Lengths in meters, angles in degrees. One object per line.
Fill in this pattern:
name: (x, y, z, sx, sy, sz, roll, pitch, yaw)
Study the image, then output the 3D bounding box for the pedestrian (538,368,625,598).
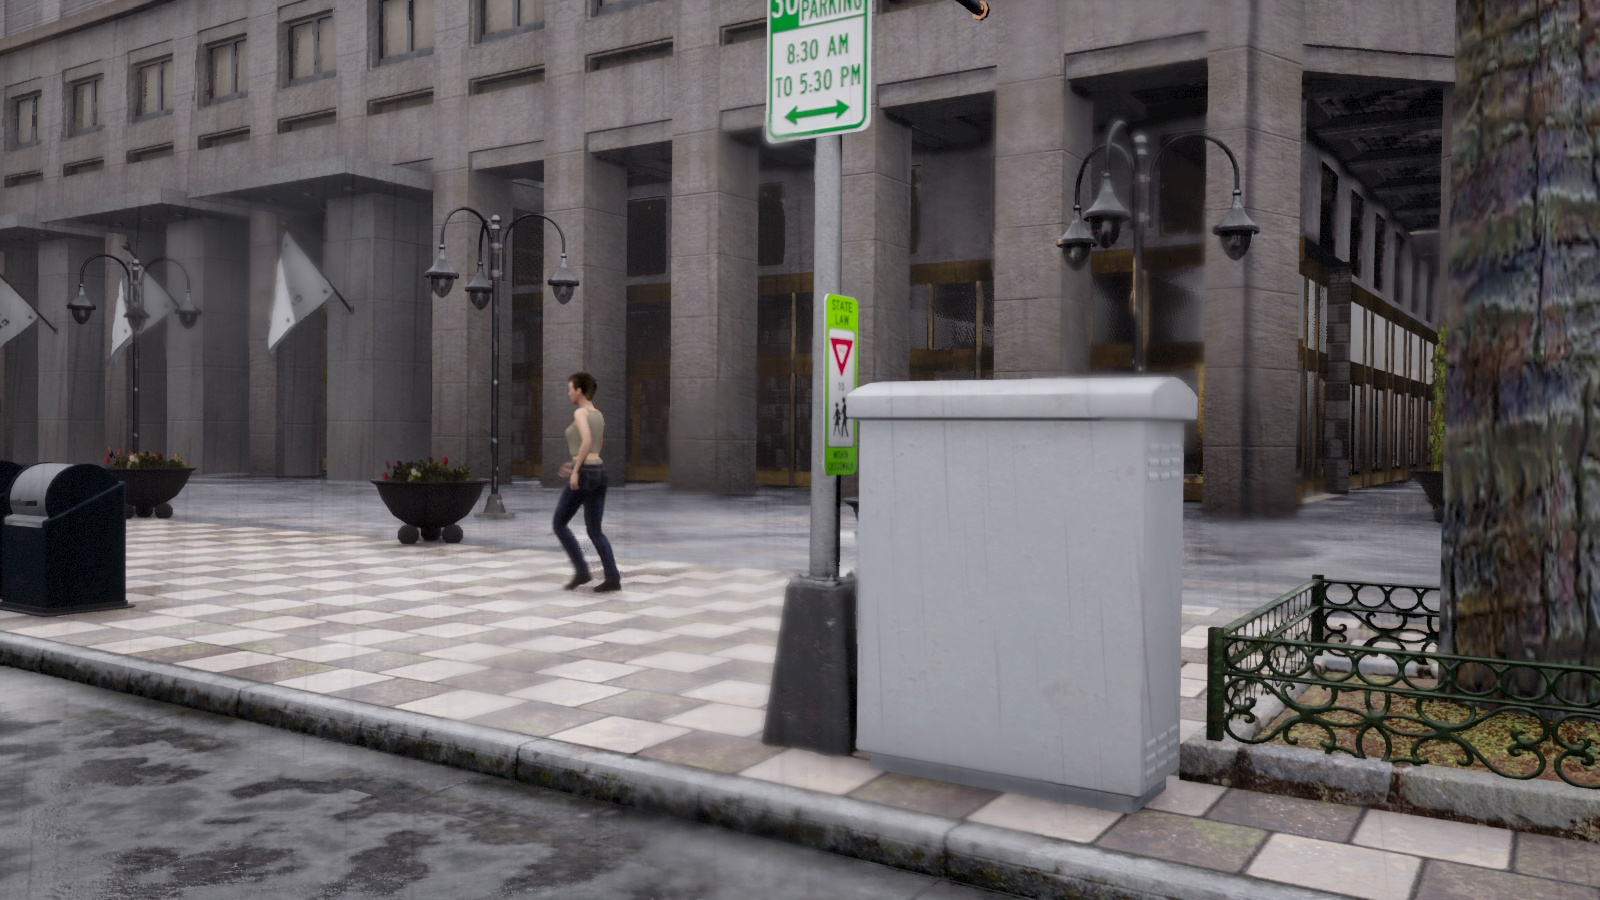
pedestrian: (-1.790, 0.263, 10.310, 0.594, 1.836, 0.345, 0, 1, 23)
